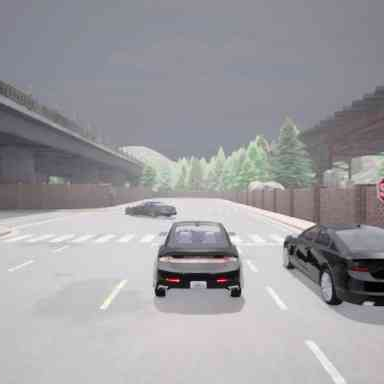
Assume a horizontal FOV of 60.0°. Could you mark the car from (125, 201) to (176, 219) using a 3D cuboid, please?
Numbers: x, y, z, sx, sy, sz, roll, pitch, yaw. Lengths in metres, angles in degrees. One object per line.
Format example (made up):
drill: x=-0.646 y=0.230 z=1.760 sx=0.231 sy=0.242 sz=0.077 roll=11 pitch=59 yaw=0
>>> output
car: x=-3.730 y=1.536 z=29.424 sx=5.357 sy=1.411 sz=2.033 roll=0 pitch=0 yaw=43

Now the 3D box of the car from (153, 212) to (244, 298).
car: x=0.144 y=1.488 z=8.525 sx=2.128 sy=1.511 sz=4.902 roll=0 pitch=0 yaw=1

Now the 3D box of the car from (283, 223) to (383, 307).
car: x=3.642 y=1.475 z=8.070 sx=1.882 sy=1.535 sz=5.008 roll=0 pitch=0 yaw=1
